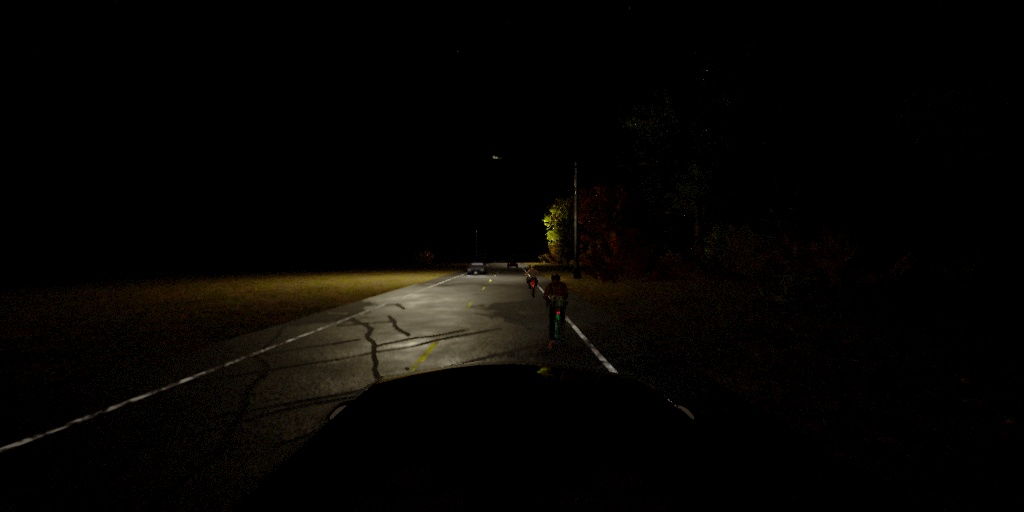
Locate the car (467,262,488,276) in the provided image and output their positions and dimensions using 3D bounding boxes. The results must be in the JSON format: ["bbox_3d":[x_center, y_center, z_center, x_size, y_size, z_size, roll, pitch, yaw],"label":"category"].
[{"bbox_3d":[-3.600,1.296,38.120,2.033,1.411,5.357,0,0,0],"label":"car"}]

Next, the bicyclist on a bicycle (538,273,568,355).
[{"bbox_3d":[0.963,1.203,7.768,0.582,1.620,1.656,0,0,0],"label":"bicyclist on a bicycle"}]

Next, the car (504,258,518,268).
[{"bbox_3d":[0.102,1.295,62.594,2.033,1.411,5.357,0,0,0],"label":"car"}]

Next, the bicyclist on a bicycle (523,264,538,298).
[{"bbox_3d":[0.994,1.186,17.474,0.866,1.612,1.509,0,0,0],"label":"bicyclist on a bicycle"}]
